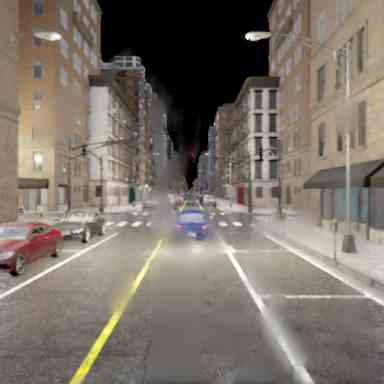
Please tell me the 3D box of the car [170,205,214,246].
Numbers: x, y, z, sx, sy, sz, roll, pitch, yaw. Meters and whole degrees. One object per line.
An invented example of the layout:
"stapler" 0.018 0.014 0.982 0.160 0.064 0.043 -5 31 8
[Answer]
"car" 0.018 1.552 15.449 1.812 1.442 4.674 0 0 0

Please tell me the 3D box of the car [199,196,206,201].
"car" 2.649 1.663 86.292 1.752 1.417 4.829 0 0 0

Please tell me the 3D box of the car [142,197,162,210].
"car" -5.390 1.620 42.872 2.008 1.369 4.403 0 0 0

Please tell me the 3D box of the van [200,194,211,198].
"van" 2.641 1.427 53.686 1.690 1.788 3.998 0 0 0

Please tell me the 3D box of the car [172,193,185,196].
"car" -2.750 1.589 69.227 1.882 1.535 5.008 0 0 0

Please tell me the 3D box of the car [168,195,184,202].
"car" -2.780 1.616 56.403 1.812 1.442 4.674 0 0 1

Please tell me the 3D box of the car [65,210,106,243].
"car" -5.387 1.578 15.996 2.008 1.369 4.403 0 0 0

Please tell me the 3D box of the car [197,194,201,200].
"car" 2.645 1.426 69.905 2.192 1.841 5.009 0 0 0

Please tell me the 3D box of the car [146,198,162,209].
"car" -5.395 1.603 48.108 1.752 1.417 4.829 0 0 0

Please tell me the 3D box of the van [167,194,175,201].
"van" -5.430 1.479 86.122 1.690 1.788 3.998 0 0 0

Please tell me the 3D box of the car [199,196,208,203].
"car" 2.647 1.686 75.311 1.947 1.339 4.313 0 0 0

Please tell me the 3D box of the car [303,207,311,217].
"car" 12.784 1.655 31.184 4.674 1.442 1.812 0 0 -2

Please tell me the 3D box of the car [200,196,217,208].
"car" 2.640 1.628 48.279 2.008 1.369 4.403 0 0 0

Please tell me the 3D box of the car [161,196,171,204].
"car" -5.415 1.637 69.733 1.752 1.417 4.829 0 0 0

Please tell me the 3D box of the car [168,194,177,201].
"car" -5.435 1.461 91.528 2.192 1.841 5.009 0 0 0

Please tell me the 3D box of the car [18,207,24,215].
"car" -16.937 1.560 28.231 4.718 1.301 1.895 0 0 0

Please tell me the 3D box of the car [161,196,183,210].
"car" -2.816 1.618 43.327 2.033 1.411 5.357 0 0 4

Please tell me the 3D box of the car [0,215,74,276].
"car" -5.387 1.600 10.315 1.802 1.307 4.206 0 0 0
